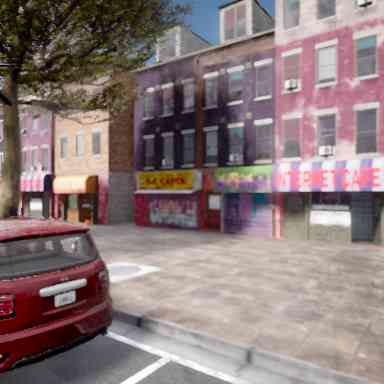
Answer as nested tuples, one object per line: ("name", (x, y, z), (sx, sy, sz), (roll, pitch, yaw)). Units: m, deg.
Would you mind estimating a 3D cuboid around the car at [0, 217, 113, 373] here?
("car", (-3.415, 1.323, 5.249), (5.009, 1.841, 2.192), (0, 0, 36))
